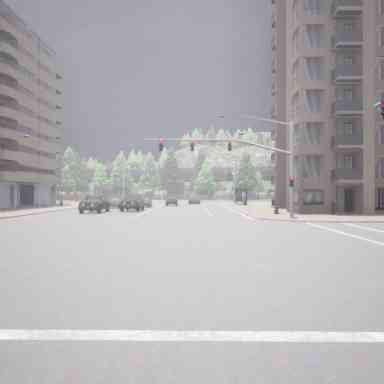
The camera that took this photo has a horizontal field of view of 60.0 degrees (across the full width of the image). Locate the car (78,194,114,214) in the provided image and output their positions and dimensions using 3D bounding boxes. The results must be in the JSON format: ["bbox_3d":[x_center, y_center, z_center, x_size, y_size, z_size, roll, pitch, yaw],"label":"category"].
[{"bbox_3d":[-10.517,1.221,36.213,2.150,2.045,5.566,0,0,0],"label":"car"}]

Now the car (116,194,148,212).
[{"bbox_3d":[-7.009,1.221,39.418,2.150,2.045,5.566,0,0,0],"label":"car"}]

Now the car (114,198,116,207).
[{"bbox_3d":[-10.489,1.526,45.817,1.812,1.442,4.674,0,0,0],"label":"car"}]

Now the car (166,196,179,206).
[{"bbox_3d":[-3.286,1.505,54.671,1.837,1.490,4.892,0,0,0],"label":"car"}]

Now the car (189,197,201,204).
[{"bbox_3d":[0.476,1.564,61.497,1.994,1.385,4.181,0,0,5],"label":"car"}]

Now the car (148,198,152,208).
[{"bbox_3d":[-6.974,1.526,48.947,1.812,1.442,4.674,0,0,0],"label":"car"}]
